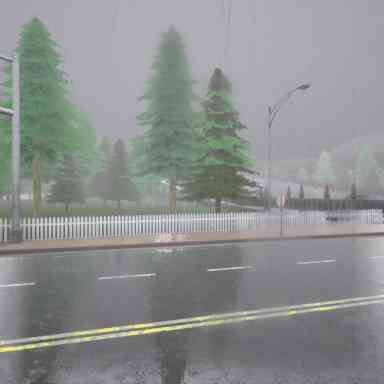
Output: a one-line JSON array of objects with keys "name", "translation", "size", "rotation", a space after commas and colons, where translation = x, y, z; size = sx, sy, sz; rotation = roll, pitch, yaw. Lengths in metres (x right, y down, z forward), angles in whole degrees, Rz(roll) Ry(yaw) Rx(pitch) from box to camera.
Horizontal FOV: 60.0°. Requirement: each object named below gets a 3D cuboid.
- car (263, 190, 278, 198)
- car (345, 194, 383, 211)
[{"name": "car", "translation": [13.105, 0.958, 52.158], "size": [1.812, 1.442, 4.674], "rotation": [0, 4, -19]}, {"name": "car", "translation": [18.945, 1.213, 35.611], "size": [2.150, 2.045, 5.566], "rotation": [0, 0, -20]}]
